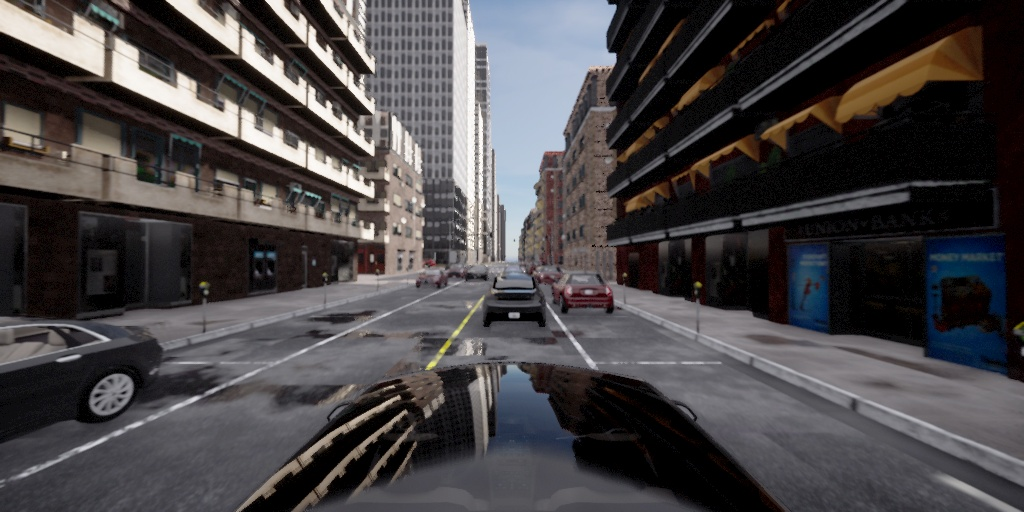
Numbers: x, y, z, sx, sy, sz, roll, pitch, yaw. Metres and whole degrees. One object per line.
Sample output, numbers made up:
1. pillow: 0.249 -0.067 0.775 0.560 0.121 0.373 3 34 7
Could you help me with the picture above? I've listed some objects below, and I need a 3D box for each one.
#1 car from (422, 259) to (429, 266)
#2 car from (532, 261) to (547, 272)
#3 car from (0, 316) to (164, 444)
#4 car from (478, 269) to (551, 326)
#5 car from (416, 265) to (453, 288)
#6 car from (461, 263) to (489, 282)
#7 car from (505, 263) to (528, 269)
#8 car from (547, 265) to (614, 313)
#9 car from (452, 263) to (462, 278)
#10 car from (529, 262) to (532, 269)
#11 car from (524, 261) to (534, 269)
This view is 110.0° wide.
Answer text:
1. car: -17.556 1.324 62.263 5.009 1.841 2.192 0 0 0
2. car: 2.698 1.411 25.861 1.967 1.591 4.097 0 0 0
3. car: -5.689 1.314 3.134 2.007 1.370 4.403 0 0 0
4. car: 0.082 1.350 12.051 1.837 1.490 4.892 0 0 0
5. car: -5.682 1.553 25.862 1.802 1.307 4.207 0 0 0
6. car: -3.088 1.511 32.583 1.882 1.535 5.008 0 -1 0
7. car: 0.106 1.574 31.864 2.033 1.411 5.357 0 -1 0
8. car: 2.694 1.306 14.496 1.967 1.591 4.097 0 0 0
9. car: -5.679 1.517 37.226 1.967 1.591 4.097 0 0 0
10. car: 2.700 1.549 31.714 1.751 1.417 4.829 0 0 0
11. car: 2.702 1.392 37.226 2.192 1.841 5.009 0 0 0
